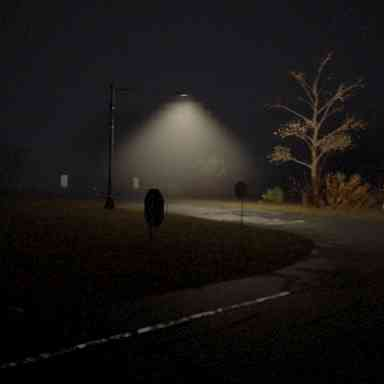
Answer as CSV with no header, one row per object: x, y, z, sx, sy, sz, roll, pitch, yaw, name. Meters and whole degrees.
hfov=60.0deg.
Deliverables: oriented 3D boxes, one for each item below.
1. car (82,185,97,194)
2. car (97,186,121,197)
-18.089,-0.538,59.443,2.097,1.767,4.553,1,1,-36,car
-12.762,-0.030,51.971,1.994,1.385,4.181,1,1,-36,car
